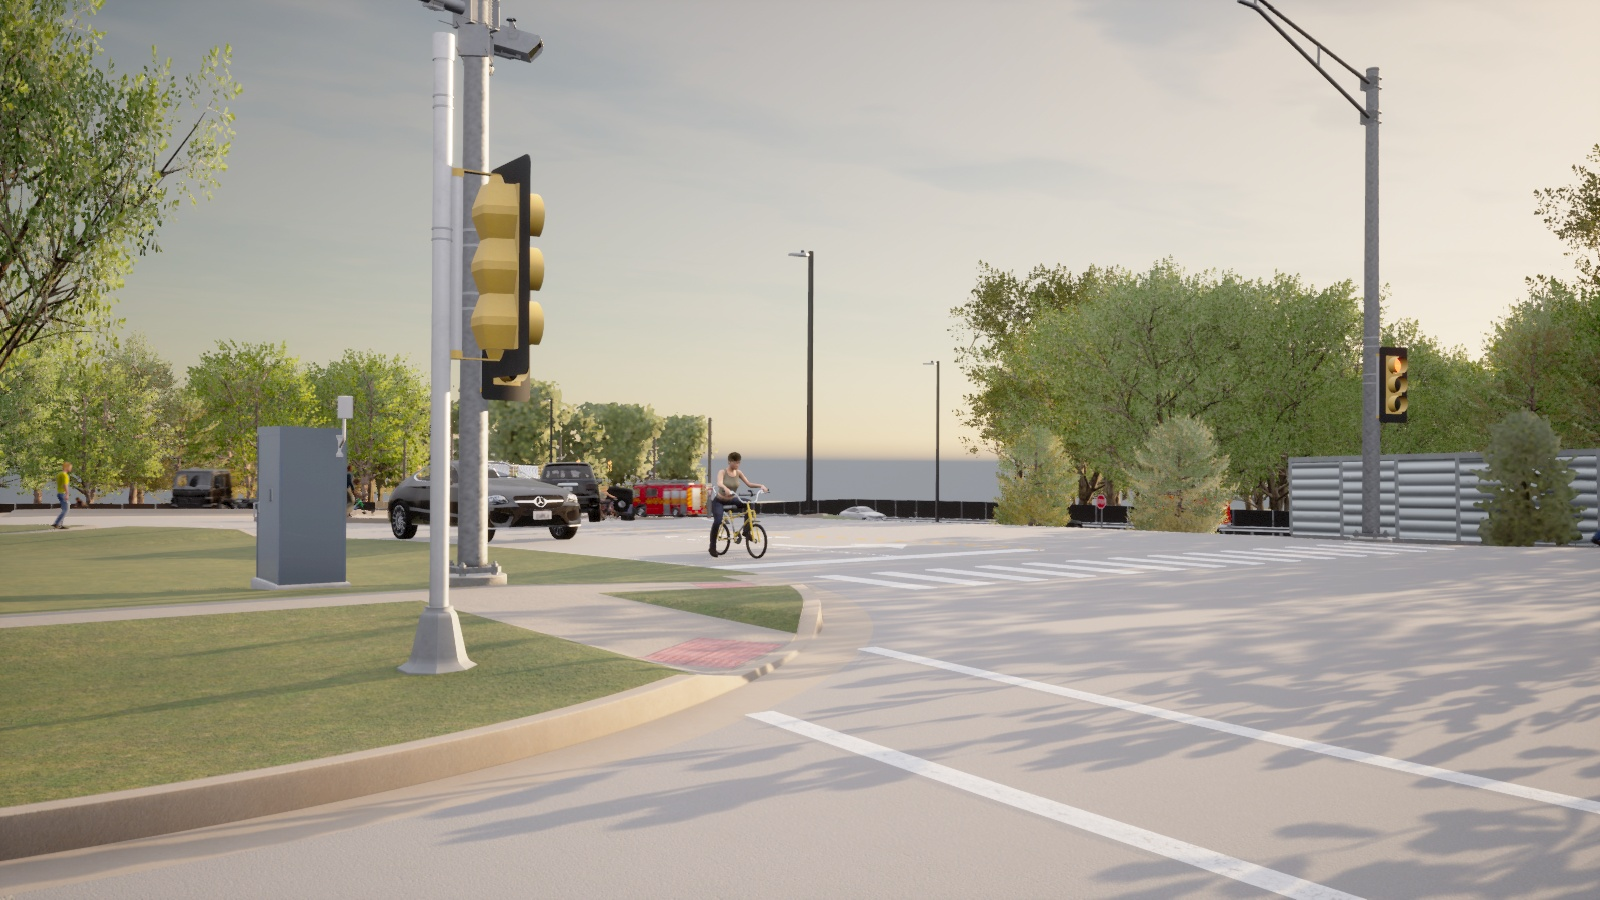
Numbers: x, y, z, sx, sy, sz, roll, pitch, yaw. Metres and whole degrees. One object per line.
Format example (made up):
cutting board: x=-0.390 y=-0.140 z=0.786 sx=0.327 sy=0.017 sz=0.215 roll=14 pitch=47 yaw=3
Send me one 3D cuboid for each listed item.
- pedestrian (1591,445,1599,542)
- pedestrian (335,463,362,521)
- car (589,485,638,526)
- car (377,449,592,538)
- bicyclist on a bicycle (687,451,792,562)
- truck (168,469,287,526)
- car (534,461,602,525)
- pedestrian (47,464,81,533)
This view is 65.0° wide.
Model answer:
pedestrian: x=15.336 y=0.818 z=23.611 sx=0.354 sy=1.836 sz=0.706 roll=0 pitch=0 yaw=-35
pedestrian: x=-14.557 y=1.352 z=40.477 sx=0.370 sy=1.835 sz=0.726 roll=0 pitch=0 yaw=35
car: x=-9.931 y=2.985 z=66.647 sx=1.905 sy=1.878 sz=3.866 roll=7 pitch=-6 yaw=-15
car: x=-6.568 y=0.887 z=25.743 sx=2.152 sy=1.651 sz=5.027 roll=0 pitch=-2 yaw=-42
bicyclist on a bicycle: x=-0.941 y=0.837 z=19.197 sx=0.866 sy=1.612 sz=1.509 roll=0 pitch=-1 yaw=-39
truck: x=-37.245 y=3.027 z=82.107 sx=2.891 sy=3.462 sz=7.936 roll=0 pitch=0 yaw=12
car: x=-8.027 y=1.556 z=43.582 sx=2.150 sy=2.045 sz=5.566 roll=-1 pitch=-3 yaw=-10
pedestrian: x=-19.959 y=1.301 z=34.056 sx=0.706 sy=1.836 sz=0.354 roll=0 pitch=0 yaw=-43
